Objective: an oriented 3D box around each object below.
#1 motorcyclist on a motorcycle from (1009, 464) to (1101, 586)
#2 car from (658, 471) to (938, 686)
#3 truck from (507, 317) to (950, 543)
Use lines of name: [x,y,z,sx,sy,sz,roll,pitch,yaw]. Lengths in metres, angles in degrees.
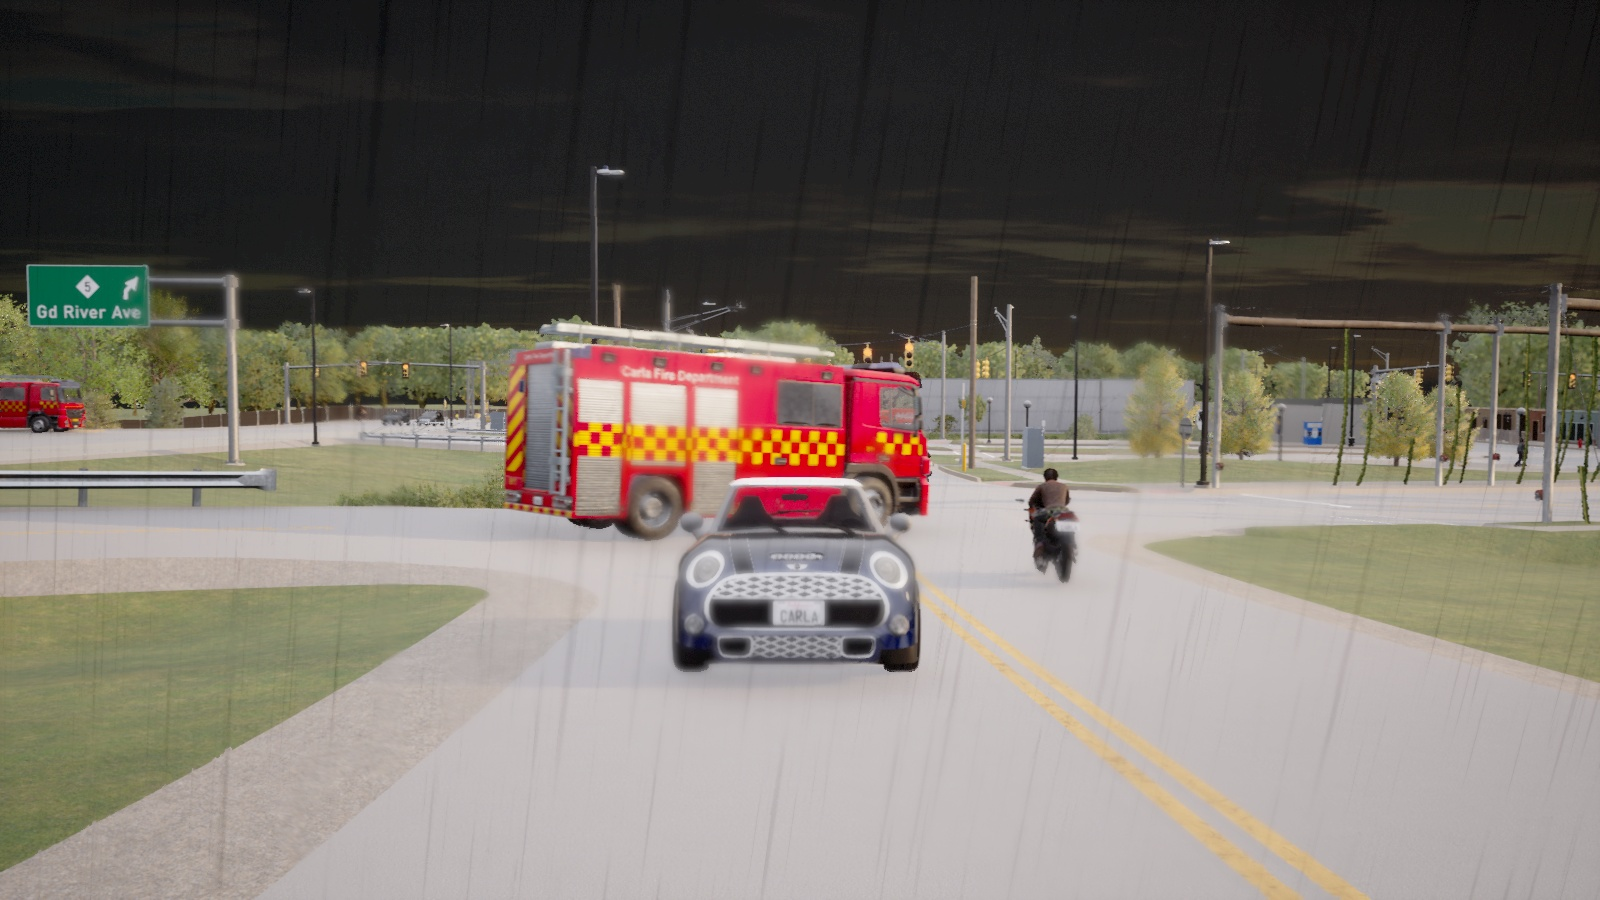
motorcyclist on a motorcycle: [3.437,0.971,17.092,0.797,1.523,2.044,0,0,-1]
car: [-0.022,0.937,10.754,1.970,1.475,3.806,0,0,0]
truck: [-1.176,-0.262,24.904,8.468,3.827,2.891,2,0,-37]
